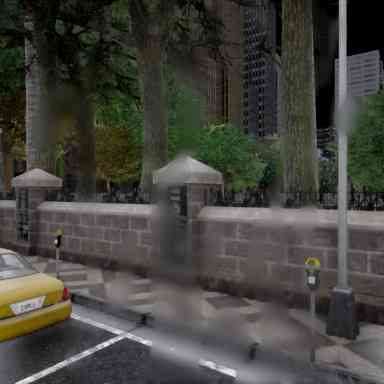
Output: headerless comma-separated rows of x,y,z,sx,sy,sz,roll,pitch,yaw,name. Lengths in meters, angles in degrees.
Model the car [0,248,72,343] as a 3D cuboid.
-4.131,1.526,5.926,4.829,1.417,1.752,0,0,36,car
